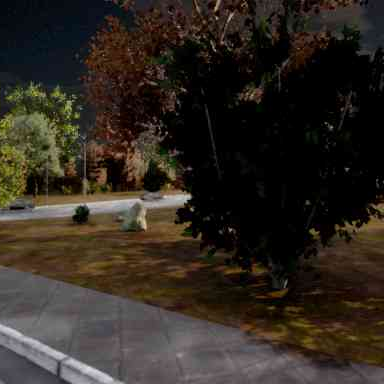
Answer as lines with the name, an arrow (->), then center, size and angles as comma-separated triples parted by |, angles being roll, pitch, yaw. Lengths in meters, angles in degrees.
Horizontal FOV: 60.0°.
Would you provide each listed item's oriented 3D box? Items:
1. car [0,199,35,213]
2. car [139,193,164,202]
car -> -19.722, 1.500, 36.293 | 2.128, 1.511, 4.902 | 0, 1, 39
car -> -6.366, 0.834, 52.715 | 1.994, 1.385, 4.181 | 0, 3, 39
